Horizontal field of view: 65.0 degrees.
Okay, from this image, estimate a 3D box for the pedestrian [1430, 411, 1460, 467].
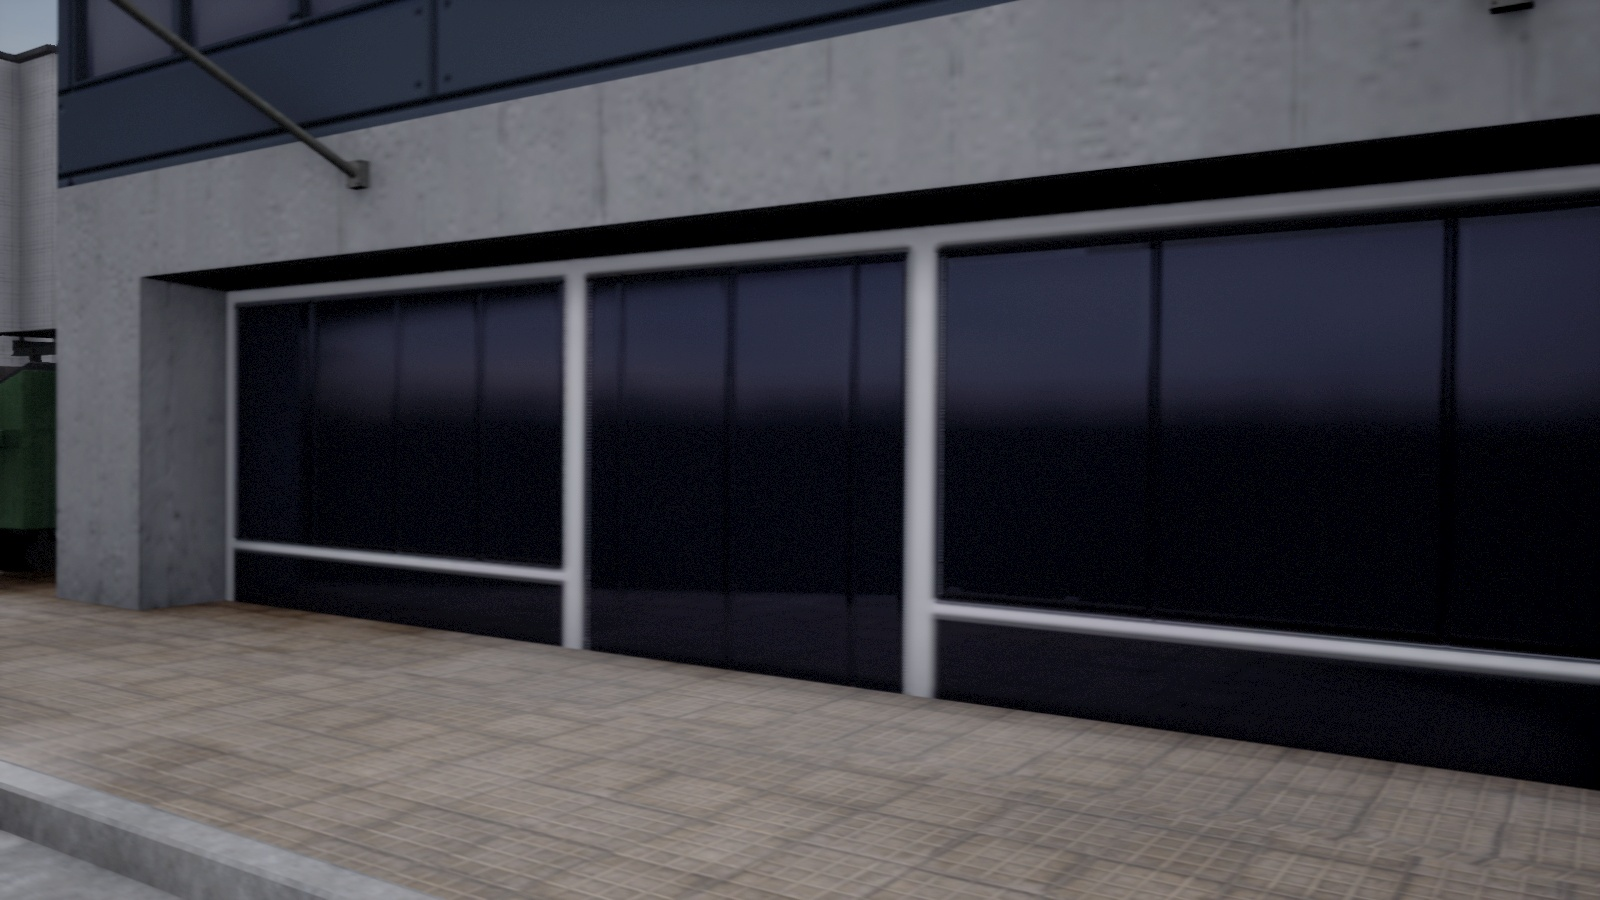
[{"bbox_3d":[21.947,-0.390,42.720,0.849,1.883,0.563,0,1,34],"label":"pedestrian"}]
